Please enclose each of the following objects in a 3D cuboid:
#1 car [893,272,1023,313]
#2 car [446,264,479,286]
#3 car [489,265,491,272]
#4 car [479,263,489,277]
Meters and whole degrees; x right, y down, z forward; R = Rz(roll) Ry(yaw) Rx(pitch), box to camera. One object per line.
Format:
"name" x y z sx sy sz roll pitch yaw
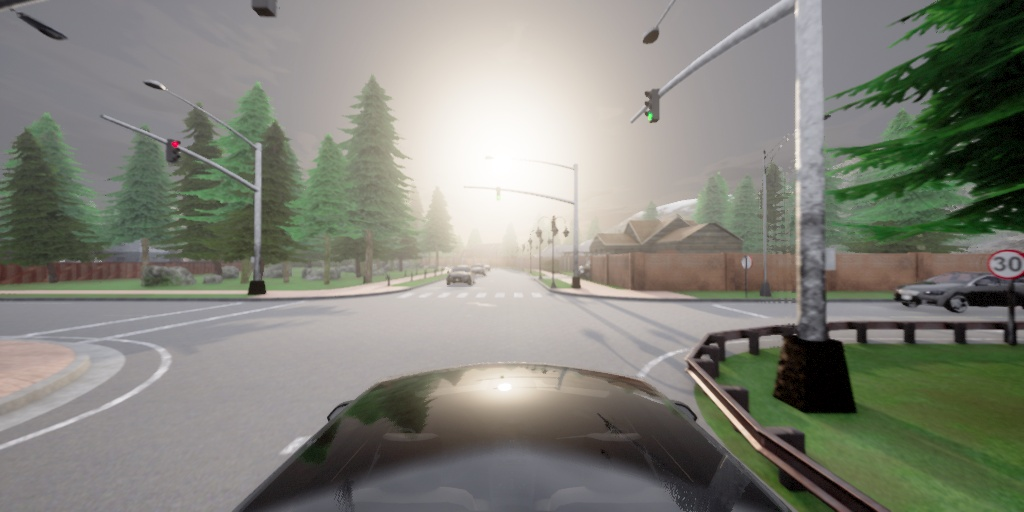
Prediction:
"car" 18.125 1.379 14.211 4.902 1.511 2.128 0 -1 1
"car" -4.038 1.558 28.775 1.837 1.490 4.892 0 -1 0
"car" -4.659 1.981 61.907 1.812 1.442 4.674 0 -1 -4
"car" -4.172 1.748 44.288 1.837 1.490 4.892 0 -1 -1
